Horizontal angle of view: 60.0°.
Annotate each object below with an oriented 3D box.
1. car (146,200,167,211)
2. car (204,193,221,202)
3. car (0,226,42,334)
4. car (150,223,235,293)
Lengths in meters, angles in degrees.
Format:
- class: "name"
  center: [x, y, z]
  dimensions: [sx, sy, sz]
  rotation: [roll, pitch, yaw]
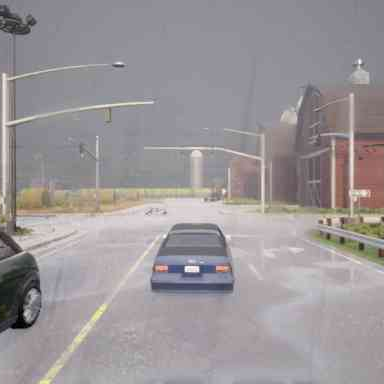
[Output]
- class: "car"
  center: [-3.367, 1.368, 32.254]
  dimensions: [1.812, 1.442, 4.674]
  rotation: [0, 0, 0]
- class: "car"
  center: [4.465, 1.144, 73.594]
  dimensions: [1.905, 1.878, 3.866]
  rotation: [-8, 3, -42]
- class: "car"
  center: [-3.701, 1.297, 3.910]
  dimensions: [2.097, 1.767, 4.553]
  rotation: [0, 0, 1]
- class: "car"
  center: [0.090, 1.547, 8.975]
  dimensions: [2.033, 1.411, 5.357]
  rotation: [0, 0, 2]
